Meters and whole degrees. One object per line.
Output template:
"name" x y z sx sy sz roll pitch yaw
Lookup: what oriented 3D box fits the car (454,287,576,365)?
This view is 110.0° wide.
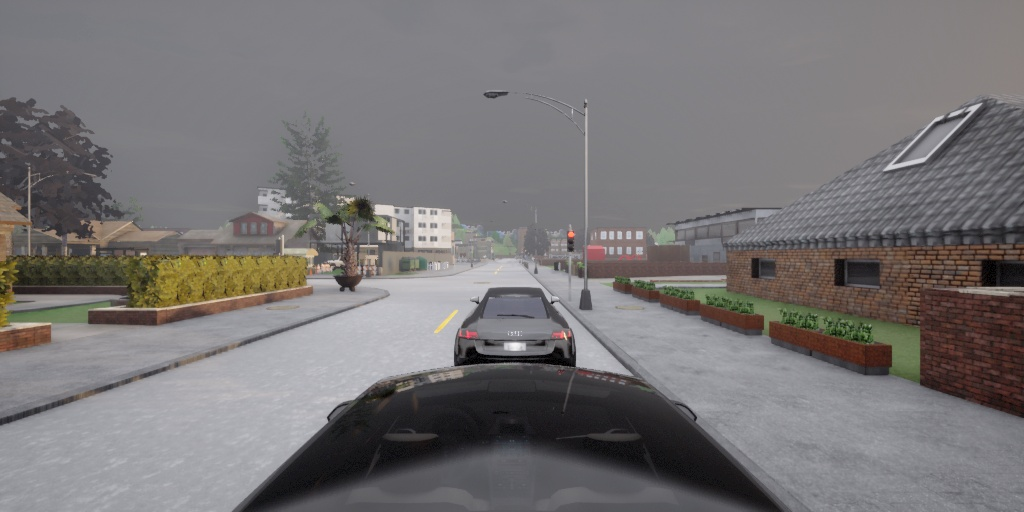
"car" 0.059 1.314 7.333 1.994 1.385 4.181 0 0 0

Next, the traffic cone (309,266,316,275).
"traffic cone" -19.796 1.568 35.267 0.344 0.586 0.344 0 0 0

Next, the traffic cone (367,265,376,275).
"traffic cone" -15.749 1.561 40.150 0.344 0.586 0.344 0 0 0

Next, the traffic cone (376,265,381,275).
"traffic cone" -15.388 1.558 40.720 0.344 0.586 0.344 0 0 0
